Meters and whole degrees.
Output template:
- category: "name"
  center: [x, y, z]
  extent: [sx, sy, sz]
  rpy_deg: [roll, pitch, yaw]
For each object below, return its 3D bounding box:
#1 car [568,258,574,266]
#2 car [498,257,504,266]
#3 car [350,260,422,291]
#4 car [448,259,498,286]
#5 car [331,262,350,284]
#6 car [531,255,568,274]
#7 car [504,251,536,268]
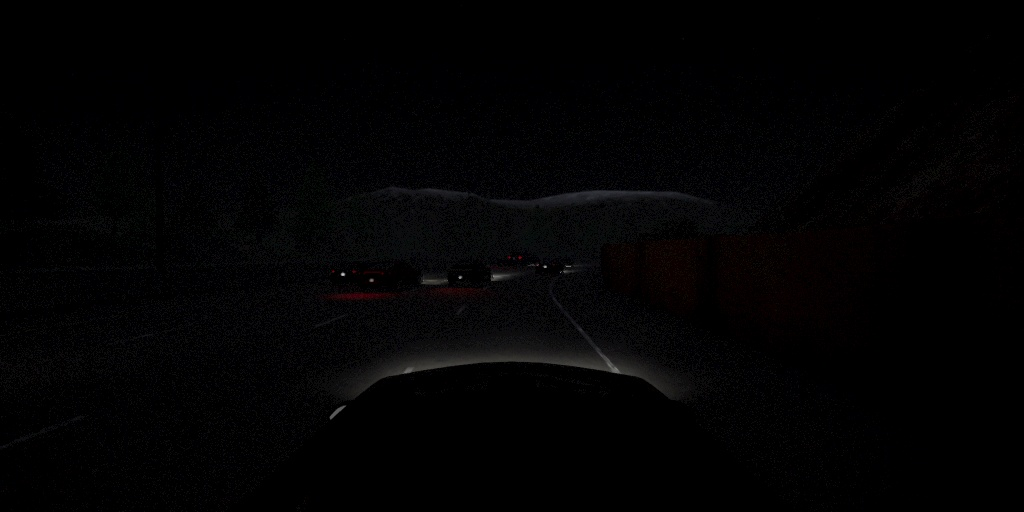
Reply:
- category: "car"
  center: [6.521, 0.696, 46.513]
  extent: [1.994, 1.385, 4.181]
  rpy_deg: [0, 1, 33]
- category: "car"
  center: [-0.190, 0.690, 49.623]
  extent: [1.895, 1.301, 4.718]
  rpy_deg: [0, 1, 34]
- category: "car"
  center: [-6.527, 0.980, 19.712]
  extent: [1.882, 1.535, 5.008]
  rpy_deg: [0, 1, 5]
- category: "car"
  center: [-2.534, 0.956, 22.403]
  extent: [2.128, 1.511, 4.902]
  rpy_deg: [0, 1, 8]
- category: "car"
  center: [-9.628, 1.021, 22.998]
  extent: [1.994, 1.385, 4.181]
  rpy_deg: [0, 1, 8]
- category: "car"
  center: [3.518, 0.883, 32.913]
  extent: [1.994, 1.385, 4.181]
  rpy_deg: [0, 1, 19]
- category: "car"
  center: [1.640, 0.367, 45.561]
  extent: [2.150, 2.045, 5.566]
  rpy_deg: [0, 1, 31]
